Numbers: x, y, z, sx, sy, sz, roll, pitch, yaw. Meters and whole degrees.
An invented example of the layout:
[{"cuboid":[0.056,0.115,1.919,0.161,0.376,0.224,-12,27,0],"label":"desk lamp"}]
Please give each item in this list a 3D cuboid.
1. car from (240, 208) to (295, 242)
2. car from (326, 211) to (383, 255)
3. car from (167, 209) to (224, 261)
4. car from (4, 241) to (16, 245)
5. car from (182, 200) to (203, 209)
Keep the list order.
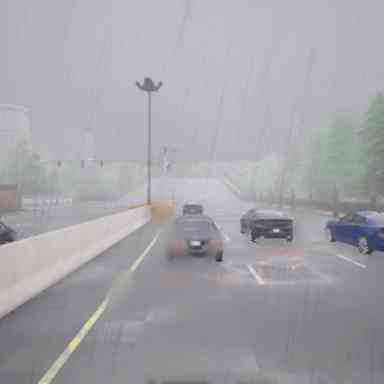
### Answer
[{"cuboid":[3.594,1.513,16.641,1.882,1.535,5.008,0,0,0],"label":"car"},{"cuboid":[7.096,1.505,13.391,1.882,1.535,5.008,0,0,0],"label":"car"},{"cuboid":[0.100,1.574,12.343,2.033,1.411,5.357,0,0,0],"label":"car"},{"cuboid":[-7.047,1.529,9.706,1.837,1.490,4.892,0,0,0],"label":"car"},{"cuboid":[0.088,1.548,32.305,1.882,1.535,5.008,0,-1,0],"label":"car"}]
